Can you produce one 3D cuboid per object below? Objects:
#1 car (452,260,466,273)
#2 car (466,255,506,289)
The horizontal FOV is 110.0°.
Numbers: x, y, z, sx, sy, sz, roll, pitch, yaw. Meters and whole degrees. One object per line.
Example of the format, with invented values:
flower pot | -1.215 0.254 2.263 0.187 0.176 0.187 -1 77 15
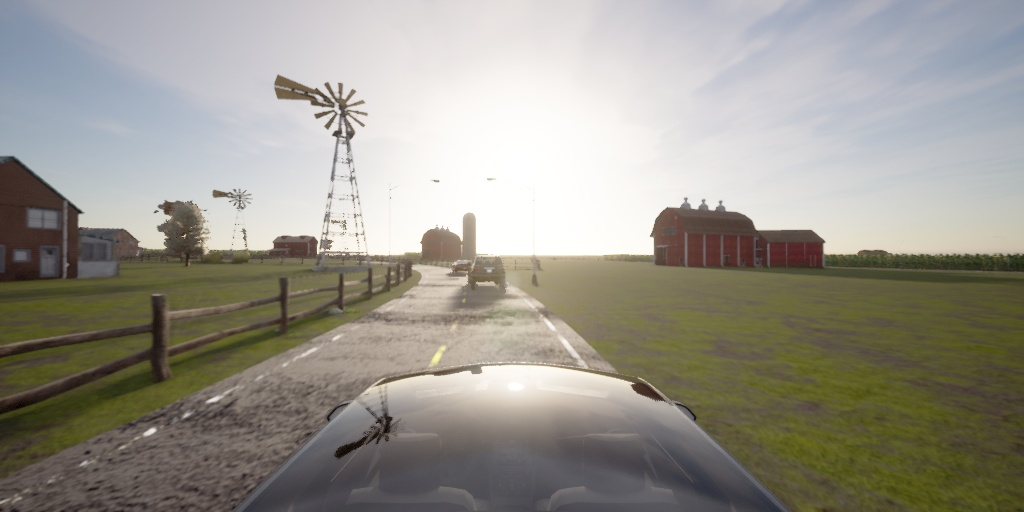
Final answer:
car | -5.991 1.204 42.429 1.882 1.535 5.008 0 0 -16
car | -1.730 0.974 23.669 2.150 2.045 5.566 0 0 -9
